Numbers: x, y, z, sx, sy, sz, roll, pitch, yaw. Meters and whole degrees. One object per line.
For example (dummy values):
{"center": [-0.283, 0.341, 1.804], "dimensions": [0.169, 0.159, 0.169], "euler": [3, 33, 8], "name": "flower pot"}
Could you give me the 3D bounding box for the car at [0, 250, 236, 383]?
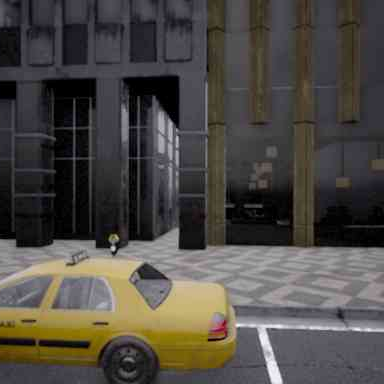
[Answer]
{"center": [-1.834, 1.522, 4.605], "dimensions": [4.829, 1.417, 1.752], "euler": [0, 0, 5], "name": "car"}
